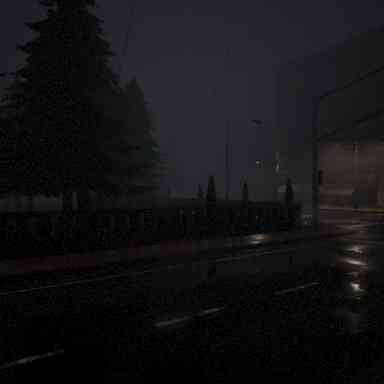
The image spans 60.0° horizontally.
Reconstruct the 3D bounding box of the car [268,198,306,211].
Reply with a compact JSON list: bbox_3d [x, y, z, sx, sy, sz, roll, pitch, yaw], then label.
[{"bbox_3d":[11.789,1.470,41.577,1.812,1.442,4.674,0,0,-28],"label":"car"}]

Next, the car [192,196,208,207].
[{"bbox_3d":[1.211,1.422,52.385,1.882,1.535,5.008,0,0,-6],"label":"car"}]

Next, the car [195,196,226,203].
[{"bbox_3d":[2.495,1.470,36.817,1.812,1.442,4.674,0,0,-28],"label":"car"}]

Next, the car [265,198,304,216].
[{"bbox_3d":[7.286,1.422,28.808,1.882,1.535,5.008,0,0,-33],"label":"car"}]

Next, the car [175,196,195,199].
[{"bbox_3d":[-1.218,1.470,46.289,1.812,1.442,4.674,0,0,-14],"label":"car"}]

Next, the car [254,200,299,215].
[{"bbox_3d":[8.454,1.509,33.455,1.994,1.385,4.181,0,0,-32],"label":"car"}]

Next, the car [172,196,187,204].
[{"bbox_3d":[-2.314,1.437,62.021,2.128,1.511,4.902,0,0,7],"label":"car"}]

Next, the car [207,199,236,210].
[{"bbox_3d":[3.669,1.545,42.247,1.895,1.301,4.718,0,0,-20],"label":"car"}]
